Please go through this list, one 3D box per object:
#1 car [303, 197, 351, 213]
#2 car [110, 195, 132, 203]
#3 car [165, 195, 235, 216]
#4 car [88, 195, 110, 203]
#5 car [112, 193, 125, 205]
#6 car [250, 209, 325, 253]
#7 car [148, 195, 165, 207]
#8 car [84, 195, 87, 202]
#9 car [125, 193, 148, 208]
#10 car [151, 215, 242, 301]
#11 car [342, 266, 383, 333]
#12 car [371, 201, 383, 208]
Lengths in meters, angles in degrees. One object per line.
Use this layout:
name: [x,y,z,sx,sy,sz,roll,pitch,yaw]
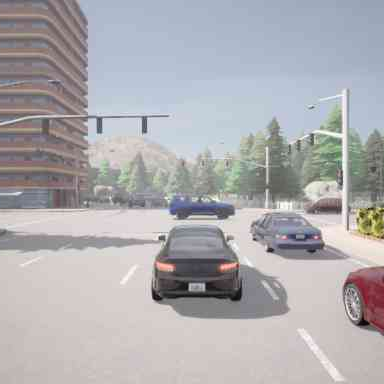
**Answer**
car: [14.131,1.407,35.065,4.553,1.767,2.097,0,0,1]
car: [-14.474,1.492,67.546,2.128,1.511,4.902,0,0,-44]
car: [0.788,1.265,28.019,5.566,2.045,2.150,0,0,1]
car: [-18.188,1.352,66.216,4.553,1.767,2.097,0,0,44]
car: [-12.091,1.221,58.380,2.150,2.045,5.566,0,0,-31]
car: [3.660,1.547,13.677,2.033,1.411,5.357,0,0,1]
car: [-5.026,1.505,50.676,1.837,1.490,4.892,0,0,-17]
car: [-22.540,1.500,73.855,4.892,1.490,1.837,0,0,31]
car: [-8.182,1.221,48.777,2.150,2.045,5.566,0,0,-14]
car: [0.104,1.526,8.208,1.812,1.442,4.674,0,0,0]
car: [3.602,1.526,4.095,1.812,1.442,4.674,0,0,1]
car: [19.929,1.277,31.497,5.566,2.045,2.150,0,0,0]
